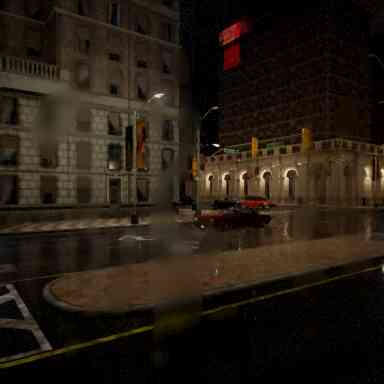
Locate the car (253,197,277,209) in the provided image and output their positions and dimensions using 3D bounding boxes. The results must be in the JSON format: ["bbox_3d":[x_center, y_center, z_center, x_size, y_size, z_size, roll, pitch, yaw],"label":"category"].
[{"bbox_3d":[8.246,1.352,41.207,2.097,1.767,4.553,0,0,-36],"label":"car"}]

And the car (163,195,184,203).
[{"bbox_3d":[-3.987,1.512,70.862,2.128,1.511,4.902,0,0,-35],"label":"car"}]

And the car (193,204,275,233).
[{"bbox_3d":[2.403,1.601,19.597,4.718,1.301,1.895,0,0,-35],"label":"car"}]

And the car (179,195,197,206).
[{"bbox_3d":[-1.014,1.477,54.189,1.882,1.535,5.008,0,0,-35],"label":"car"}]

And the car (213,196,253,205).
[{"bbox_3d":[4.517,1.491,40.402,2.128,1.511,4.902,0,0,-36],"label":"car"}]
